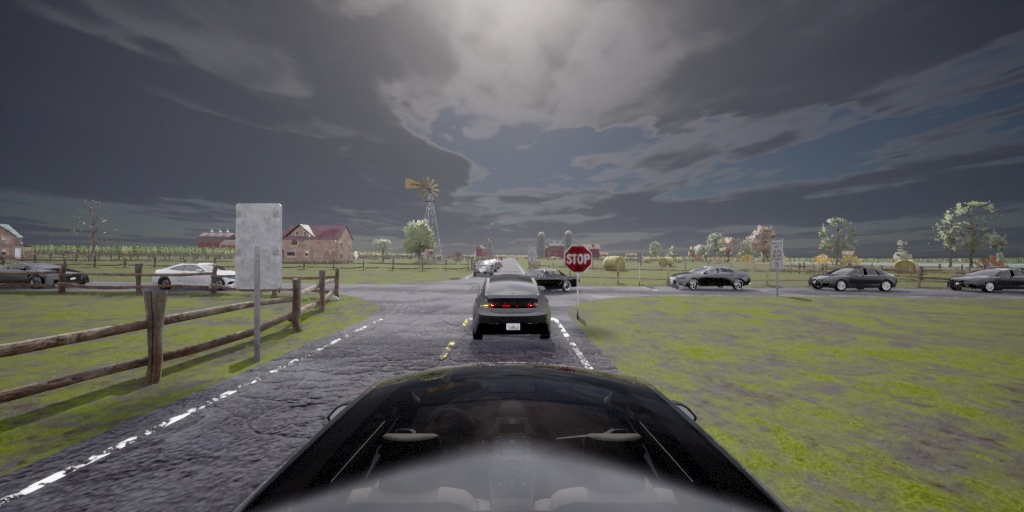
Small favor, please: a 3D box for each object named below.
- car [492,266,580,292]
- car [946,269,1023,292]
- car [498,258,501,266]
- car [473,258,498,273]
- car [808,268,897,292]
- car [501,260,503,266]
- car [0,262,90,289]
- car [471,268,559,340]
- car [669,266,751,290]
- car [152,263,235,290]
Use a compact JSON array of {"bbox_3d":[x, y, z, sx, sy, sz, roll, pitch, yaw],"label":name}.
[{"bbox_3d":[1.499,1.369,20.084,4.718,1.301,1.895,1,0,-35],"label":"car"},{"bbox_3d":[31.702,1.586,23.606,4.892,1.490,1.837,1,-1,-1],"label":"car"},{"bbox_3d":[-2.854,1.241,46.170,2.128,1.511,4.902,0,0,0],"label":"car"},{"bbox_3d":[-2.861,1.243,36.725,2.128,1.511,4.902,0,0,0],"label":"car"},{"bbox_3d":[22.199,1.499,23.485,4.892,1.490,1.837,1,-1,-1],"label":"car"},{"bbox_3d":[-2.823,1.240,55.712,2.128,1.511,4.902,0,0,0],"label":"car"},{"bbox_3d":[-26.364,1.048,19.872,4.181,1.385,1.994,1,-1,-1],"label":"car"},{"bbox_3d":[-0.074,1.256,10.038,1.837,1.490,4.892,0,0,-2],"label":"car"},{"bbox_3d":[12.797,1.396,23.313,4.902,1.511,2.128,1,-1,-2],"label":"car"},{"bbox_3d":[-17.244,1.104,19.994,4.674,1.442,1.812,1,-1,-1],"label":"car"}]
